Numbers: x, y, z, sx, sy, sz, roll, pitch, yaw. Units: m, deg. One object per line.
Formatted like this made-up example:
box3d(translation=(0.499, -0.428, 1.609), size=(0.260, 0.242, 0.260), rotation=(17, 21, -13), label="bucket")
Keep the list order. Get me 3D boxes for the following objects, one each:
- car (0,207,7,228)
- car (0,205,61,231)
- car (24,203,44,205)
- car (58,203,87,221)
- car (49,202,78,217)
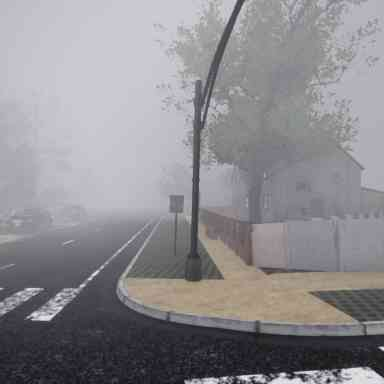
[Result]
box3d(translation=(-15.318, 1.892, 23.600), size=(1.837, 1.490, 4.892), rotation=(2, -1, -3), label="car")
box3d(translation=(-12.155, 2.015, 25.326), size=(2.128, 1.511, 4.902), rotation=(2, -1, -3), label="car")
box3d(translation=(-15.788, 1.944, 32.649), size=(2.097, 1.767, 4.553), rotation=(2, -1, -3), label="car")
box3d(translation=(-12.668, 2.100, 35.215), size=(2.097, 1.767, 4.553), rotation=(2, -1, -3), label="car")
box3d(translation=(-16.270, 2.165, 42.325), size=(2.097, 1.767, 4.553), rotation=(2, -1, -3), label="car")
